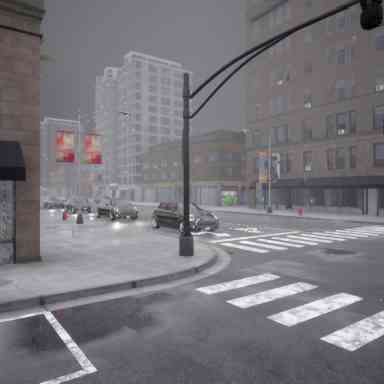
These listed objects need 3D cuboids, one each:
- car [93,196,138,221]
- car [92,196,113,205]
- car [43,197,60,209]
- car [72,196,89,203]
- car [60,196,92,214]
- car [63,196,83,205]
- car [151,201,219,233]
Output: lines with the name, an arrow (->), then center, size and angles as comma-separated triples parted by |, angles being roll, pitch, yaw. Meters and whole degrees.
car -> -6.179, 1.317, 27.155 | 2.097, 1.767, 4.553 | 0, 0, -36
car -> -15.354, 1.413, 56.828 | 1.837, 1.490, 4.892 | 0, 0, -36
car -> -18.296, 1.439, 43.998 | 1.837, 1.490, 4.892 | 0, 0, -35
car -> -22.228, 1.452, 66.335 | 1.994, 1.385, 4.181 | 0, 0, -36
car -> -12.237, 1.454, 35.549 | 1.837, 1.490, 4.892 | 0, 0, -36
car -> -21.393, 1.450, 59.649 | 2.033, 1.411, 5.357 | 0, 0, -36
car -> -0.496, 1.332, 19.293 | 2.097, 1.767, 4.553 | 0, 0, -36
